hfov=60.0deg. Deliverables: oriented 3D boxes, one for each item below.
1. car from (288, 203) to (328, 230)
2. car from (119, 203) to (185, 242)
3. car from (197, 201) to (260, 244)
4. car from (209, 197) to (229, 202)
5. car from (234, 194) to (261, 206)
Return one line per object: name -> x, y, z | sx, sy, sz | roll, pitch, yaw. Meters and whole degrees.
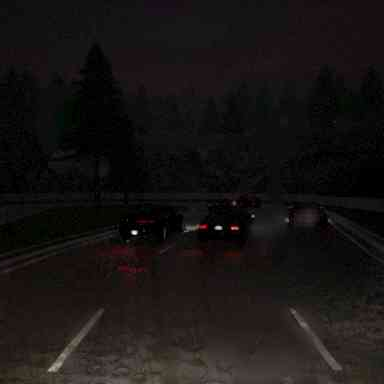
car -> 6.617, 1.301, 19.254 | 1.994, 1.385, 4.181 | 0, 1, 15
car -> -1.668, 1.291, 15.260 | 1.837, 1.490, 4.892 | 0, 1, 13
car -> 1.654, 1.344, 14.705 | 2.033, 1.411, 5.357 | 0, 1, 15
car -> 2.600, 1.158, 32.137 | 1.895, 1.301, 4.718 | 0, 1, 9
car -> 5.888, 0.983, 36.047 | 1.882, 1.535, 5.008 | 1, 1, -8
